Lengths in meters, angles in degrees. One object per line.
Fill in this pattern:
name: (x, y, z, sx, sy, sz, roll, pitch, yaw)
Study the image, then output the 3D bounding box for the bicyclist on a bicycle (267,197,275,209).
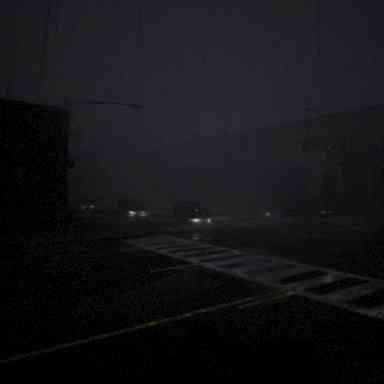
bicyclist on a bicycle: (10.751, 1.528, 45.385, 1.656, 1.620, 0.582, 0, 0, -36)

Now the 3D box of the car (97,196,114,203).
car: (-18.873, 1.531, 68.727, 4.892, 1.490, 1.837, 0, 0, 37)

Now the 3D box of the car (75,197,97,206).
car: (-19.159, 1.600, 59.033, 1.882, 1.535, 5.008, 1, -1, -38)

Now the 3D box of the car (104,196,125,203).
car: (-16.625, 1.641, 71.407, 4.718, 1.301, 1.895, 0, 0, 37)

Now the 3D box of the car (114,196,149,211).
car: (-7.993, 1.598, 43.286, 1.882, 1.535, 5.008, 0, 0, -36)

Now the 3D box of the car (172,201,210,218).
car: (-0.177, 1.646, 32.319, 1.812, 1.442, 4.674, 0, 0, -35)

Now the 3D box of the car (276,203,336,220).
car: (10.168, 1.714, 30.122, 2.033, 1.411, 5.357, 1, 0, -34)

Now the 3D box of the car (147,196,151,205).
car: (-9.847, 1.541, 64.083, 2.097, 1.767, 4.553, 0, 0, -39)
